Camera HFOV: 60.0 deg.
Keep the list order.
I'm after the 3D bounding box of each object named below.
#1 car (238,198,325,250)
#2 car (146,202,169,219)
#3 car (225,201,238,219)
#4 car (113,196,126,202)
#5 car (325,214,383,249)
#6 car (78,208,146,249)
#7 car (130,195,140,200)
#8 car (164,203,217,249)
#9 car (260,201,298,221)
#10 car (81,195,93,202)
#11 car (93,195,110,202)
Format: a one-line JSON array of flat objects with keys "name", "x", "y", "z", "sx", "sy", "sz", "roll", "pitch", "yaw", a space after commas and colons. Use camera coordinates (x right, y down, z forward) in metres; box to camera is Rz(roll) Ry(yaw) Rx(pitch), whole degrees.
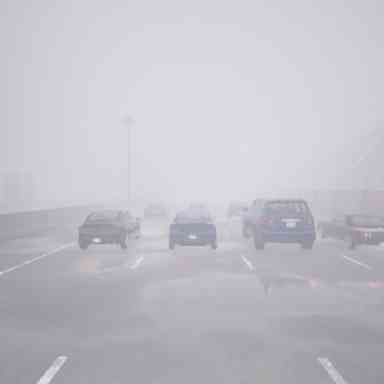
[{"name": "car", "x": 3.554, "y": 1.255, "z": 14.481, "sx": 2.150, "sy": 2.045, "sz": 5.566, "roll": 0, "pitch": 0, "yaw": 1}, {"name": "car", "x": -3.039, "y": 1.570, "z": 29.454, "sx": 1.994, "sy": 1.385, "sz": 4.181, "roll": 0, "pitch": 0, "yaw": 2}, {"name": "car", "x": 3.958, "y": 1.482, "z": 29.225, "sx": 1.882, "sy": 1.535, "sz": 5.008, "roll": 0, "pitch": 0, "yaw": 2}, {"name": "car", "x": -16.227, "y": 1.537, "z": 74.343, "sx": 1.895, "sy": 1.301, "sz": 4.718, "roll": 0, "pitch": 0, "yaw": 0}, {"name": "car", "x": 7.053, "y": 1.614, "z": 14.430, "sx": 1.895, "sy": 1.301, "sz": 4.718, "roll": 0, "pitch": 0, "yaw": 1}, {"name": "car", "x": -3.446, "y": 1.513, "z": 14.554, "sx": 1.837, "sy": 1.490, "sz": 4.892, "roll": 0, "pitch": 0, "yaw": 1}, {"name": "car", "x": -12.727, "y": 1.466, "z": 74.342, "sx": 1.812, "sy": 1.442, "sz": 4.674, "roll": 0, "pitch": 0, "yaw": 0}, {"name": "car", "x": 0.054, "y": 1.482, "z": 14.503, "sx": 1.882, "sy": 1.535, "sz": 5.008, "roll": 0, "pitch": 0, "yaw": 1}, {"name": "car", "x": 7.456, "y": 1.561, "z": 29.110, "sx": 2.033, "sy": 1.411, "sz": 5.357, "roll": 0, "pitch": 0, "yaw": 2}, {"name": "car", "x": -23.226, "y": 1.482, "z": 74.433, "sx": 2.033, "sy": 1.411, "sz": 5.357, "roll": 0, "pitch": 0, "yaw": 0}, {"name": "car", "x": -19.726, "y": 1.482, "z": 74.403, "sx": 2.033, "sy": 1.411, "sz": 5.357, "roll": 0, "pitch": 0, "yaw": 0}]
